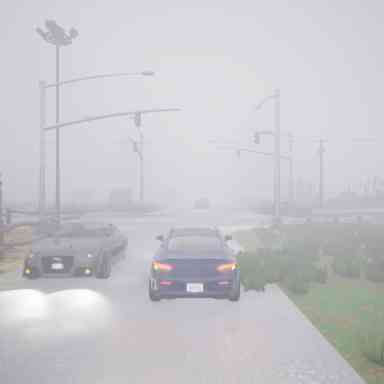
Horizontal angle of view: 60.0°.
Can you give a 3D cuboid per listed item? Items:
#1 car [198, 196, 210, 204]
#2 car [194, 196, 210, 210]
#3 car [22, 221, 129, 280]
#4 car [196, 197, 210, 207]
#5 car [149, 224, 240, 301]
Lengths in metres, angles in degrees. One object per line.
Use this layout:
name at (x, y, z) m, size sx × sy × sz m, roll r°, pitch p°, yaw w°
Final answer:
car at (2.318, 1.512, 63.508) m, size 2.033 × 1.411 × 5.357 m, roll 0°, pitch 0°, yaw 3°
car at (1.296, 1.512, 42.847) m, size 2.033 × 1.411 × 5.357 m, roll 0°, pitch 0°, yaw 3°
car at (-3.169, 1.564, 9.834) m, size 1.994 × 1.385 × 4.181 m, roll 0°, pitch 0°, yaw 0°
car at (1.779, 1.512, 52.997) m, size 2.033 × 1.411 × 5.357 m, roll 0°, pitch 0°, yaw 3°
car at (0.053, 1.526, 8.187) m, size 1.812 × 1.442 × 4.674 m, roll 0°, pitch 0°, yaw 0°
